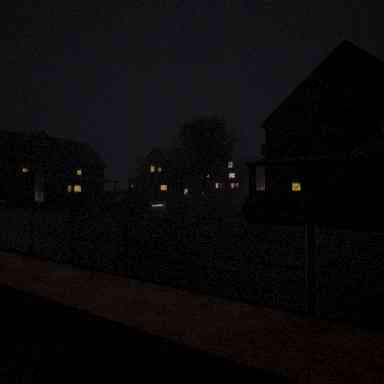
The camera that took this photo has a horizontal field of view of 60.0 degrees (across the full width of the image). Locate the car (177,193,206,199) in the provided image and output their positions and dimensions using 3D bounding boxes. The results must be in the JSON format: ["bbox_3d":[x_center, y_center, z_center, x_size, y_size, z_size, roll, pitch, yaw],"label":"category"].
[{"bbox_3d":[0.001,0.767,37.651,1.994,1.385,4.181,1,2,36],"label":"car"}]

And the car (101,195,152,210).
[{"bbox_3d":[-5.853,0.987,29.466,2.033,1.411,5.357,1,2,36],"label":"car"}]

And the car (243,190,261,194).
[{"bbox_3d":[9.116,0.384,50.279,1.837,1.490,4.892,1,2,35],"label":"car"}]

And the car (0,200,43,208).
[{"bbox_3d":[-11.984,1.236,20.871,2.033,1.411,5.357,1,2,35],"label":"car"}]
